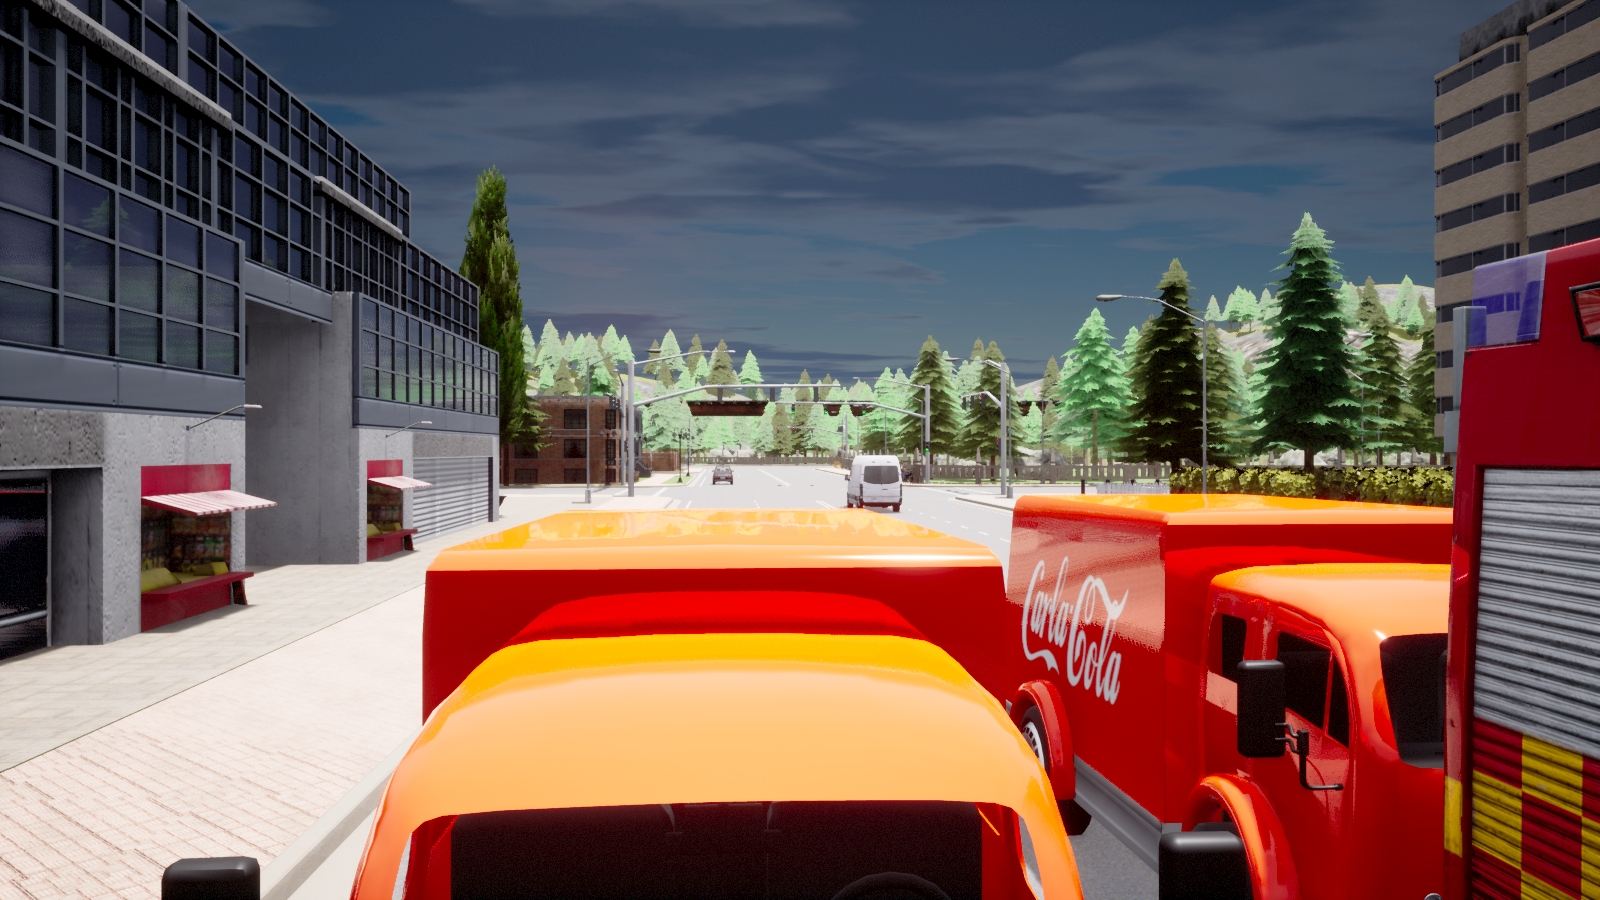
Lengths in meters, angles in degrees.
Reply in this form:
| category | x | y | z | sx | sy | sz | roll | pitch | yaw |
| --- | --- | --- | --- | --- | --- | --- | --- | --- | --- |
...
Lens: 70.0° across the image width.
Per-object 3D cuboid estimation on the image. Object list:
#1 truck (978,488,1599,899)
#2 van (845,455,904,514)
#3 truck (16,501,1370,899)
| category | x | y | z | sx | sy | sz | roll | pitch | yaw |
| --- | --- | --- | --- | --- | --- | --- | --- | --- | --- |
| truck | 3.003 | 1.568 | 7.234 | 2.627 | 2.467 | 5.204 | 0 | 0 | -4 |
| van | 3.411 | 1.534 | 53.448 | 1.988 | 2.561 | 5.915 | 0 | 0 | -4 |
| truck | -0.347 | 1.568 | 4.821 | 2.627 | 2.467 | 5.204 | 0 | 0 | -4 |
